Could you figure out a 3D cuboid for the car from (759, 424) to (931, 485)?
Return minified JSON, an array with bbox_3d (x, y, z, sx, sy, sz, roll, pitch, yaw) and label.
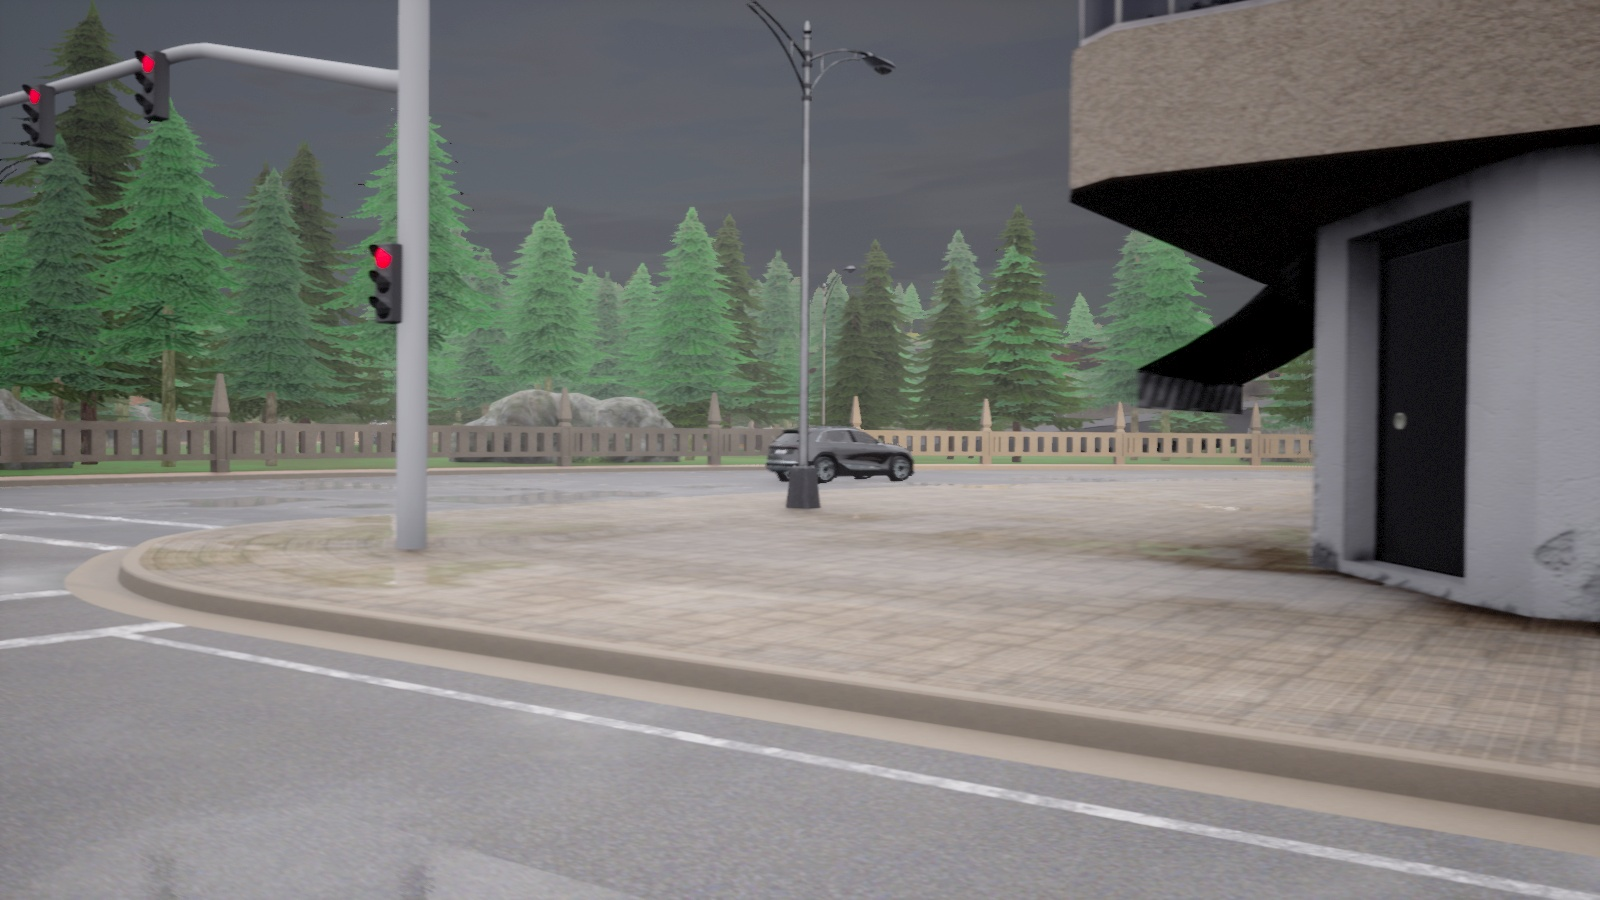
[{"bbox_3d":[1.365,0.090,36.854,4.856,1.649,2.033,-1,1,-38],"label":"car"}]
